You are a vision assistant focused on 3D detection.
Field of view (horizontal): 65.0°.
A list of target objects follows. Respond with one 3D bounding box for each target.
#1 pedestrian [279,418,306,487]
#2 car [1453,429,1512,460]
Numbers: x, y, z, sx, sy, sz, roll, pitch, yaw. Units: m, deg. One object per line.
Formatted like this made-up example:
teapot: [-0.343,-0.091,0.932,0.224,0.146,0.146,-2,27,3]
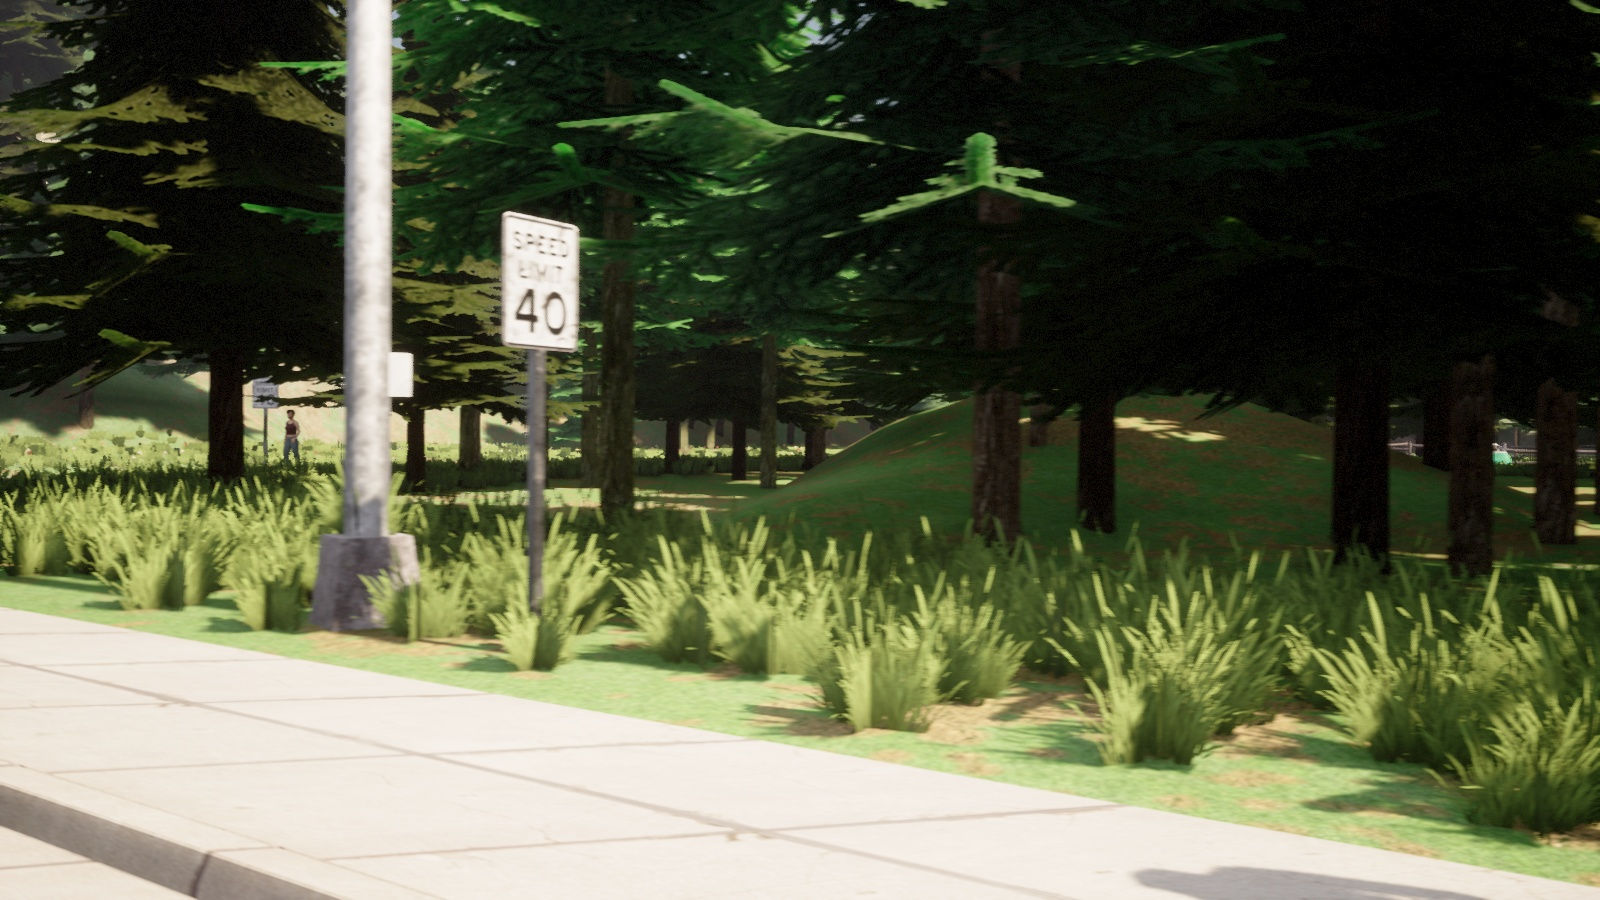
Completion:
pedestrian: [-13.584,0.058,33.617,0.345,1.836,0.594,0,1,22]
car: [30.366,-0.251,55.874,2.207,1.376,1.481,0,1,33]
